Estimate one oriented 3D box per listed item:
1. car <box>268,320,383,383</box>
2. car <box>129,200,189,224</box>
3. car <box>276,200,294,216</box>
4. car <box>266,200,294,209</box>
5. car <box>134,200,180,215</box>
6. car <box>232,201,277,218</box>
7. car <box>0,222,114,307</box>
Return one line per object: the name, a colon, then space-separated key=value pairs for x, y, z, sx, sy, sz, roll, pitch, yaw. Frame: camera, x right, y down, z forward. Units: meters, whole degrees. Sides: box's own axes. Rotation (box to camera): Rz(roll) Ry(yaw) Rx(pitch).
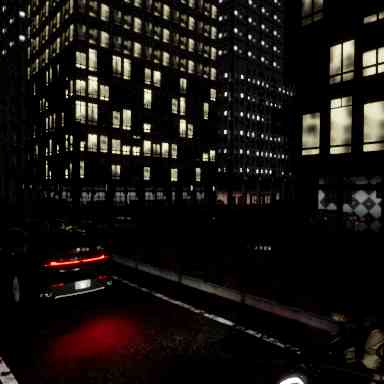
car: x=2.426 y=1.352 z=1.325 sx=2.097 sy=1.767 sz=4.553 roll=0 pitch=0 yaw=-41
car: x=-2.566 y=1.524 z=26.511 sx=5.009 sy=1.841 sz=2.192 roll=1 pitch=0 yaw=-40
car: x=10.343 y=1.936 z=37.447 sx=4.206 sy=1.307 sz=1.802 roll=1 pitch=0 yaw=-40
car: x=13.527 y=1.882 z=51.124 sx=4.313 sy=1.339 sz=1.947 roll=1 pitch=0 yaw=-40
car: x=-3.812 y=1.648 z=36.439 sx=4.829 sy=1.417 sz=1.752 roll=1 pitch=0 yaw=-40
car: x=6.169 y=1.833 z=33.911 sx=4.829 sy=1.417 sz=1.752 roll=1 pitch=0 yaw=-40
car: x=-3.659 y=1.501 z=8.115 sx=1.837 sy=1.490 sz=4.892 roll=0 pitch=0 yaw=-41
